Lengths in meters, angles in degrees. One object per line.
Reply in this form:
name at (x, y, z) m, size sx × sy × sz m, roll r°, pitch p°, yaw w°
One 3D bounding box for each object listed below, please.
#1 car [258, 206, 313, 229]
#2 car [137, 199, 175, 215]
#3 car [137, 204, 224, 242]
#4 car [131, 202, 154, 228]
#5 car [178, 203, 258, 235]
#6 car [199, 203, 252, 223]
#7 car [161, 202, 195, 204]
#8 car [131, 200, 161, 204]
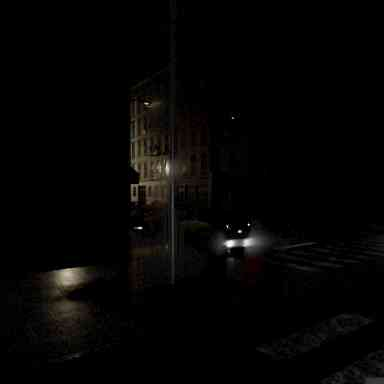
car at (5.671, 1.557, 21.479) m, size 1.947 × 1.339 × 4.313 m, roll 0°, pitch 0°, yaw -35°
car at (-3.846, 1.528, 34.845) m, size 1.752 × 1.417 × 4.829 m, roll 0°, pitch 0°, yaw -35°
car at (-0.774, 1.554, 16.693) m, size 1.752 × 1.417 × 4.829 m, roll 0°, pitch 0°, yaw -35°
car at (-4.012, 1.584, 21.241) m, size 2.008 × 1.369 × 4.403 m, roll 0°, pitch 0°, yaw -35°
car at (0.951, 1.565, 18.691) m, size 2.033 × 1.411 × 5.357 m, roll 0°, pitch 0°, yaw -32°
car at (2.531, 1.578, 25.888) m, size 1.802 × 1.307 × 4.206 m, roll 0°, pitch 0°, yaw -35°
car at (-0.608, 1.565, 30.297) m, size 1.947 × 1.339 × 4.313 m, roll 0°, pitch 0°, yaw -35°
car at (-4.805, 1.517, 26.733) m, size 2.128 × 1.511 × 4.902 m, roll 0°, pitch 0°, yaw -35°
